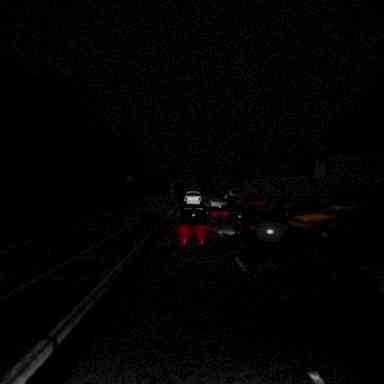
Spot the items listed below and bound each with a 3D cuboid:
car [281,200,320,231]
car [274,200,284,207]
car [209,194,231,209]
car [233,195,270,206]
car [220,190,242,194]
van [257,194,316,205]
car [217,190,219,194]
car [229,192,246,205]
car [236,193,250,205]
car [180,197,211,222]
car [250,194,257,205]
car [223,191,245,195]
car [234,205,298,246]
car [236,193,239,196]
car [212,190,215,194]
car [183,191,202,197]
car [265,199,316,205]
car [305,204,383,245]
[{"bbox_3d":[7.902,1.432,18.288,5.366,1.575,1.946,1,1,-20],"label":"car"},{"bbox_3d":[8.101,1.446,21.358,4.792,1.488,2.163,1,0,-20],"label":"car"},{"bbox_3d":[3.109,1.287,39.571,1.895,1.301,4.718,0,1,0],"label":"car"},{"bbox_3d":[8.076,1.137,45.213,4.674,1.452,2.002,1,1,-20],"label":"car"},{"bbox_3d":[8.112,0.700,57.150,5.566,2.045,2.435,1,0,-20],"label":"car"},{"bbox_3d":[7.971,1.127,27.259,4.442,1.987,1.878,0,1,-20],"label":"van"},{"bbox_3d":[8.259,0.864,66.150,5.366,1.575,1.946,1,0,-20],"label":"car"},{"bbox_3d":[7.907,1.134,42.164,5.366,1.575,1.946,0,1,-20],"label":"car"},{"bbox_3d":[7.905,1.225,36.198,5.366,1.575,1.946,0,1,-20],"label":"car"},{"bbox_3d":[0.107,1.372,25.505,2.128,1.511,4.902,0,0,0],"label":"car"},{"bbox_3d":[8.050,1.189,30.287,4.553,1.767,2.185,0,1,-20],"label":"car"},{"bbox_3d":[8.092,0.986,54.152,4.892,1.521,2.231,1,1,-20],"label":"car"},{"bbox_3d":[3.104,1.531,15.209,1.994,1.385,4.181,0,0,0],"label":"car"},{"bbox_3d":[8.105,1.213,39.260,4.792,1.488,2.163,0,1,-20],"label":"car"},{"bbox_3d":[7.914,0.786,74.965,5.366,1.575,1.946,1,1,-20],"label":"car"},{"bbox_3d":[0.112,0.882,41.378,2.150,2.045,5.566,0,1,0],"label":"car"},{"bbox_3d":[8.071,1.425,24.330,4.674,1.452,2.002,1,0,-20],"label":"car"},{"bbox_3d":[8.046,1.485,15.361,4.792,1.488,2.163,1,1,-20],"label":"car"}]
